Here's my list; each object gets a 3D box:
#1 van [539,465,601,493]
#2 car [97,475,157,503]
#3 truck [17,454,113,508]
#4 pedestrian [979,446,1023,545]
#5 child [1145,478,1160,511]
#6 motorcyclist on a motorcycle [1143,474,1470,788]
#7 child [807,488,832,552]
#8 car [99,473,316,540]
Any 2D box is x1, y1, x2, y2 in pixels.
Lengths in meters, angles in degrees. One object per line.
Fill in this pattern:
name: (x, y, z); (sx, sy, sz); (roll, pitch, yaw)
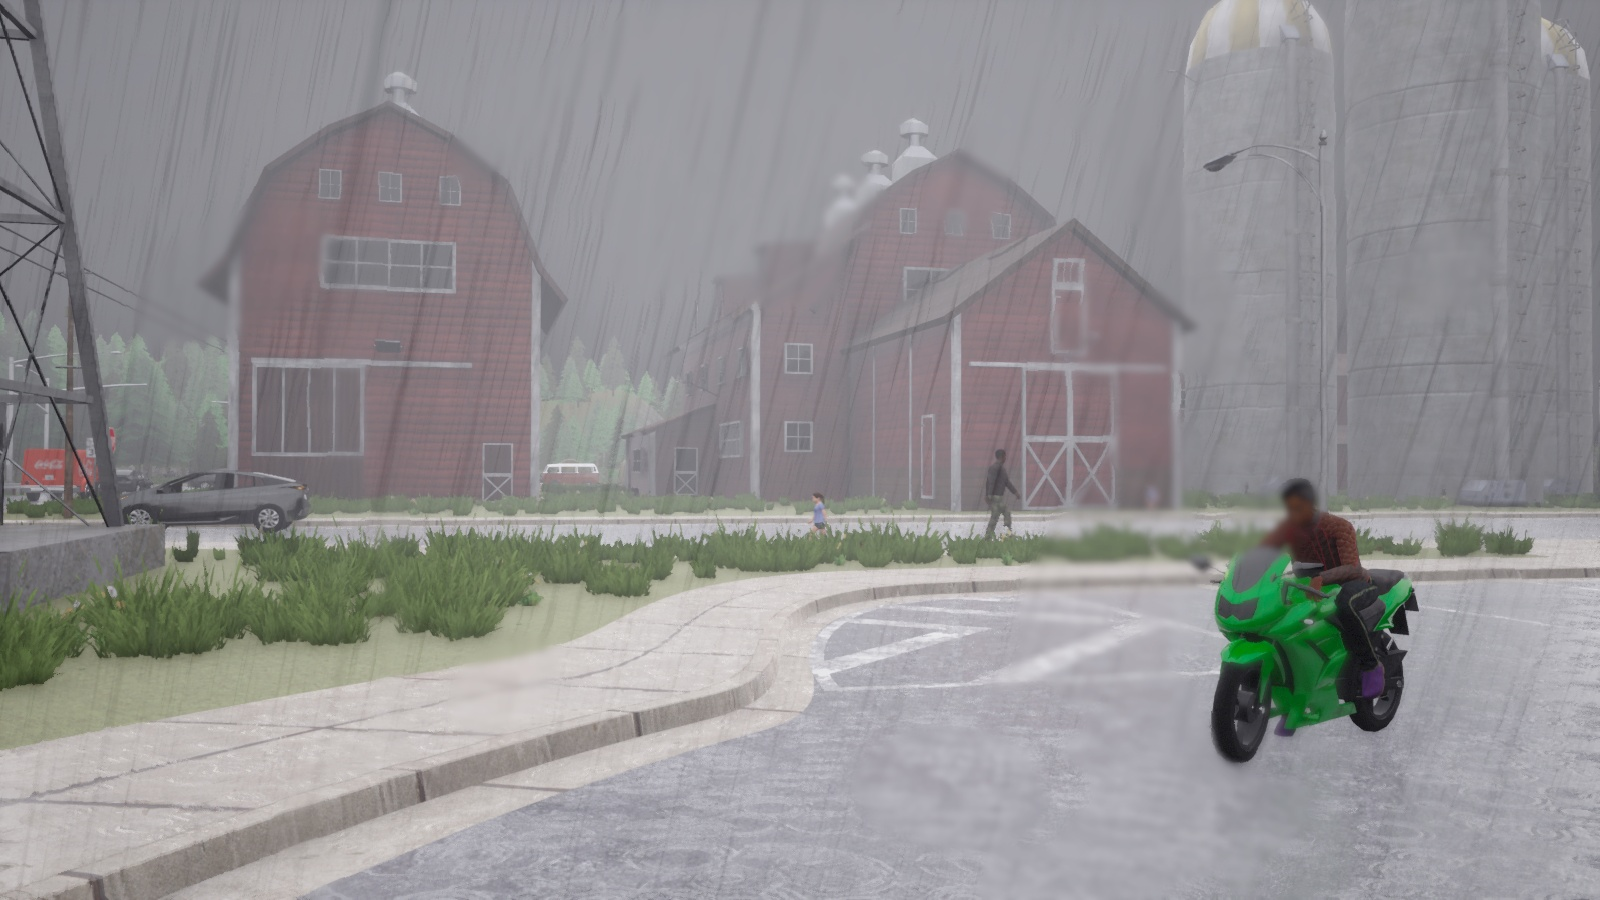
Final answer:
van: (-17.421, 2.174, 95.091); (4.480, 2.038, 2.069); (0, -1, -15)
car: (-37.836, 2.155, 70.686); (1.837, 1.490, 4.892); (0, -1, -14)
truck: (-35.317, 1.483, 60.529); (2.627, 2.467, 5.204); (0, -1, -14)
pedestrian: (3.785, 0.851, 23.647); (0.703, 1.840, 0.431); (0, -1, -14)
child: (12.072, 1.522, 43.023); (0.394, 1.110, 0.255); (0, -1, -16)
motorcyclist on a motorcycle: (2.901, 0.904, 7.094); (2.044, 1.523, 0.797); (1, -1, -39)
child: (0.347, 1.218, 22.060); (0.394, 1.110, 0.255); (0, -1, -10)
car: (-14.397, 1.334, 30.801); (4.514, 1.525, 2.007); (0, -1, -15)
